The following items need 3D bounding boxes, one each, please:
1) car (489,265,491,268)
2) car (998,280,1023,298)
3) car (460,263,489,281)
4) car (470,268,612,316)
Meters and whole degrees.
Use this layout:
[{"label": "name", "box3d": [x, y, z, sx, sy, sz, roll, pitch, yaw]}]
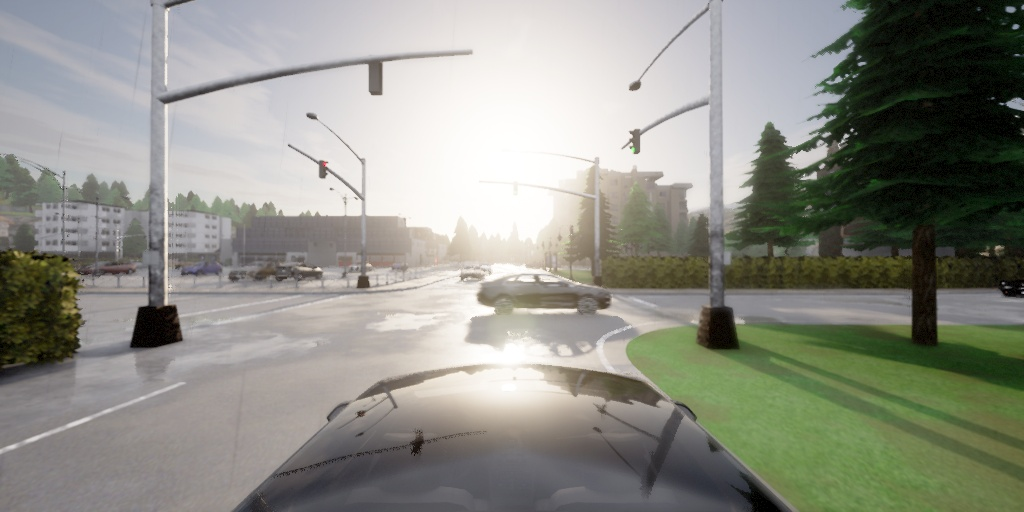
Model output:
[{"label": "car", "box3d": [-3.615, 1.591, 46.180, 1.812, 1.442, 4.674, 0, 0, 0]}, {"label": "car", "box3d": [26.873, 1.463, 17.648, 4.718, 1.301, 1.895, 0, 0, -10]}, {"label": "car", "box3d": [-3.615, 1.521, 33.208, 2.033, 1.411, 5.357, 0, 0, 0]}, {"label": "car", "box3d": [1.121, 1.324, 13.182, 4.902, 1.511, 2.128, 0, 0, 1]}]
